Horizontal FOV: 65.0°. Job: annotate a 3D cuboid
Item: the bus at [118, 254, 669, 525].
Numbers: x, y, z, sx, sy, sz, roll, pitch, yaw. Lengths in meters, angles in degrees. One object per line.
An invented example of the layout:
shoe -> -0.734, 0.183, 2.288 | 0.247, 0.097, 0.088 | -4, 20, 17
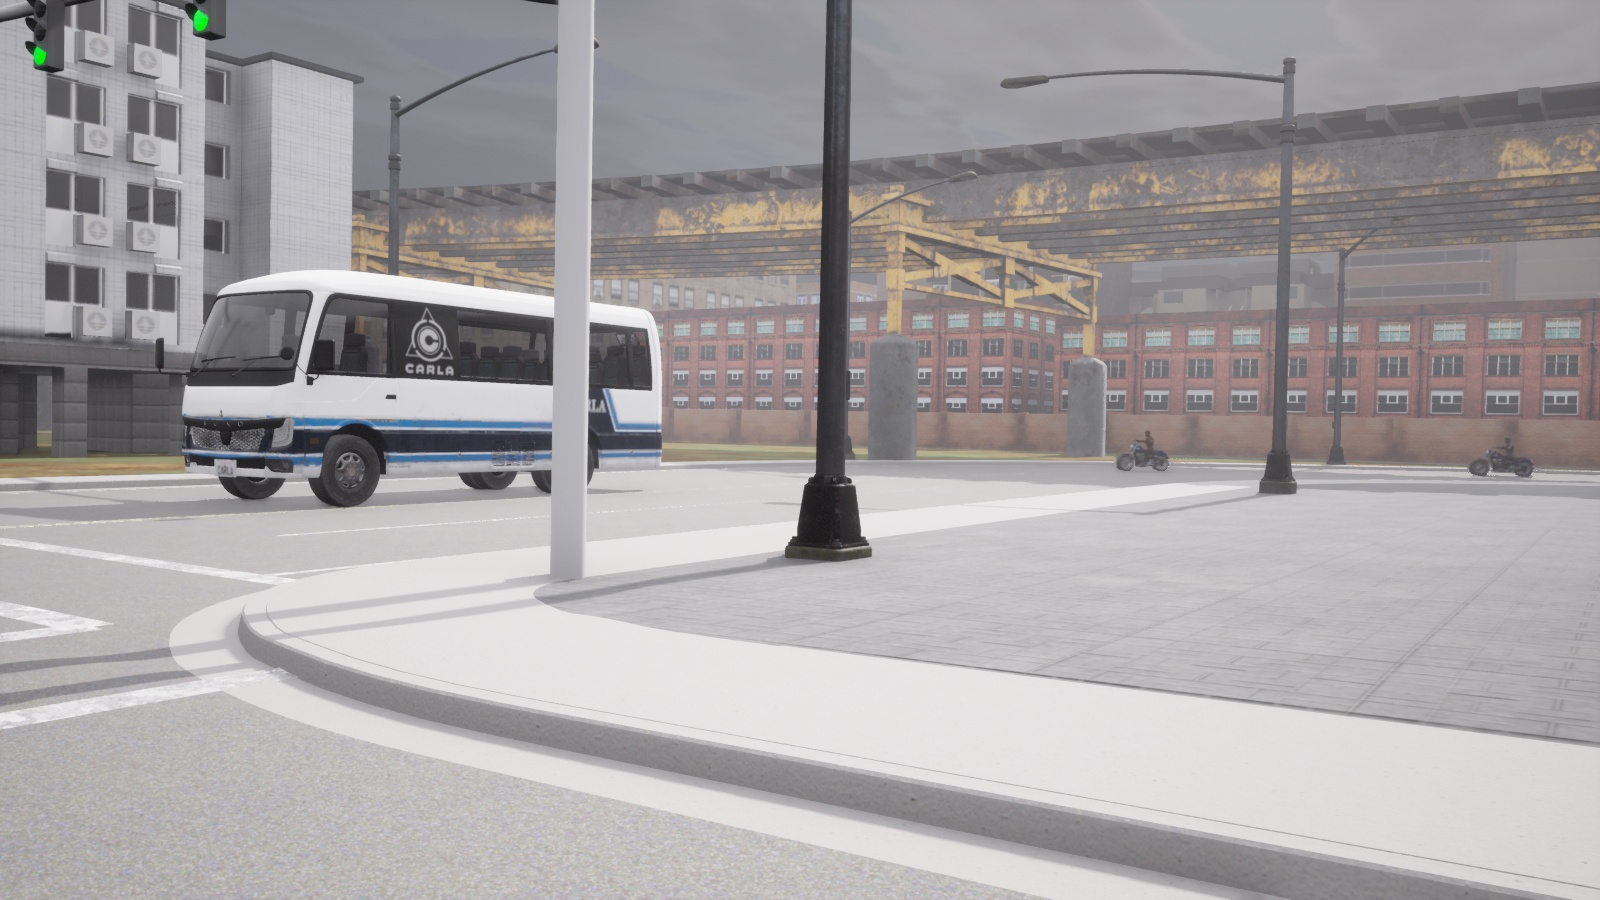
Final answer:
bus -> -7.391, -1.054, 25.062 | 3.944, 4.253, 10.273 | 1, 1, 33

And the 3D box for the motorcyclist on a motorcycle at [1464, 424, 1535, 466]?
motorcyclist on a motorcycle -> 28.001, -0.218, 50.292 | 2.350, 1.649, 0.766 | 0, 2, 10

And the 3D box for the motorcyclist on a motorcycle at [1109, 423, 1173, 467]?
motorcyclist on a motorcycle -> 13.233, -0.198, 48.719 | 2.350, 1.649, 0.766 | -1, 2, -21
